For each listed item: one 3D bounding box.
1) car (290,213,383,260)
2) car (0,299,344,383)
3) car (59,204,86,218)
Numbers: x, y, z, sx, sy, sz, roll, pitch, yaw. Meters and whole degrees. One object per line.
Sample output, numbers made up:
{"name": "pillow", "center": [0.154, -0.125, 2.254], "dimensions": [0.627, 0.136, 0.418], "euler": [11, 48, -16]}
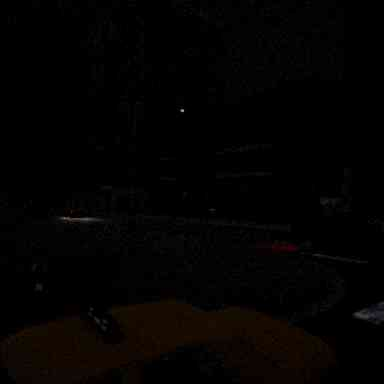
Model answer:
{"name": "car", "center": [5.834, 1.540, 11.592], "dimensions": [1.882, 1.535, 5.008], "euler": [2, -2, -36]}
{"name": "car", "center": [-0.864, 1.527, 2.218], "dimensions": [4.829, 1.417, 1.752], "euler": [0, 1, -36]}
{"name": "car", "center": [-13.750, 2.125, 38.125], "dimensions": [1.882, 1.535, 5.008], "euler": [2, -2, -36]}
